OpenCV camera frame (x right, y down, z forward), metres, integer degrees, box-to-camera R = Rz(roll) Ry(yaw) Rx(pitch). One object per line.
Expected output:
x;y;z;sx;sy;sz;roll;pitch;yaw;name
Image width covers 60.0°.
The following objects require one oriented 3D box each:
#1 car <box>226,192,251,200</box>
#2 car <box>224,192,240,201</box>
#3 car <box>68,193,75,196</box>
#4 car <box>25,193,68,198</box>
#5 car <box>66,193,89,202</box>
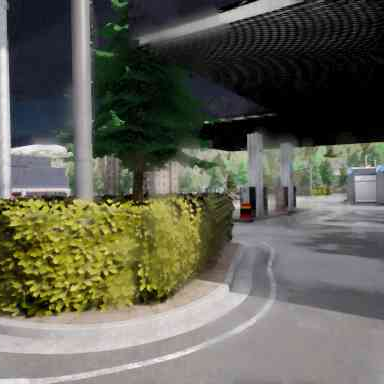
9.248;0.811;66.473;4.514;1.523;2.007;-1;1;35;car
7.475;0.850;63.885;5.027;1.636;2.152;-1;1;35;car
-24.201;1.123;63.855;3.866;1.878;1.905;-1;1;35;car
-14.737;1.183;33.565;3.866;1.878;1.905;-1;1;35;car
-22.855;1.103;66.463;4.605;1.855;1.932;-1;1;35;car
